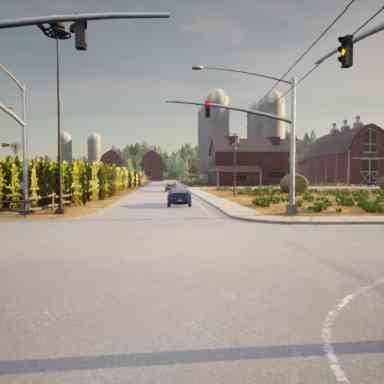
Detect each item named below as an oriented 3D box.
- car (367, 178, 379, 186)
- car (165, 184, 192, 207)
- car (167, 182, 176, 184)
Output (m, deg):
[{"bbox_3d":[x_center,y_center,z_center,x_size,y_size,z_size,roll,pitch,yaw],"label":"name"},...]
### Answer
[{"bbox_3d":[42.392,-2.310,77.481,1.905,1.878,3.866,10,10,41],"label":"car"},{"bbox_3d":[-1.104,0.354,27.571,1.882,1.535,5.008,0,3,-4],"label":"car"},{"bbox_3d":[-3.326,-0.797,52.803,2.128,1.511,4.902,0,3,-5],"label":"car"}]
